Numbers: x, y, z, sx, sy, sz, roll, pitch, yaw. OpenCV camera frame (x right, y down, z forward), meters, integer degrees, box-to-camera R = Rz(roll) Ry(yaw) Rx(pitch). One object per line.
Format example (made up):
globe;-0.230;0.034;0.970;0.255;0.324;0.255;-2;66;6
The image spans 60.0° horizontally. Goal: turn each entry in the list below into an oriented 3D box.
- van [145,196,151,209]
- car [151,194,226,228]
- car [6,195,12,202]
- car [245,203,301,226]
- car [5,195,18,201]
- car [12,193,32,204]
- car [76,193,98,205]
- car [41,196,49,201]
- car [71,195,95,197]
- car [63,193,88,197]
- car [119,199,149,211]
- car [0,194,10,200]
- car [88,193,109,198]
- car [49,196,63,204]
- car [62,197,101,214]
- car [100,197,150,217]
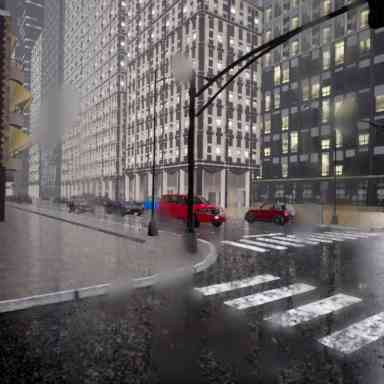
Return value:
van;-4.126;1.381;37.703;1.690;1.788;3.998;1;-1;-35
car;-0.190;1.169;22.114;2.150;2.045;5.566;1;-1;-37
car;-37.126;1.396;69.693;1.947;1.339;4.313;1;-1;-35
car;5.685;1.504;23.886;1.967;1.590;4.097;1;-1;-35
car;-40.396;1.377;74.298;2.008;1.369;4.403;1;-1;-35
car;-30.581;1.154;60.484;2.192;1.841;5.009;1;-1;-35
car;-18.601;1.247;58.807;2.150;2.045;5.566;1;-1;-35
car;-36.837;1.569;83.754;1.802;1.307;4.206;1;-1;-35
car;-13.910;1.478;41.511;1.994;1.385;4.181;1;0;-35
car;-18.788;1.316;53.867;2.097;1.767;4.553;1;-1;-36
car;-7.400;1.583;42.307;2.008;1.369;4.403;1;-1;-35
car;-46.842;1.364;83.372;1.752;1.417;4.829;1;-1;-35
car;-14.510;1.379;53.054;2.097;1.767;4.553;1;-1;-35
car;-24.238;1.503;61.574;2.033;1.411;5.357;1;-1;-38
car;-10.961;1.426;32.850;2.008;1.369;4.403;1;-1;-35
car;-6.322;1.480;30.794;2.033;1.411;5.357;1;-1;-35
